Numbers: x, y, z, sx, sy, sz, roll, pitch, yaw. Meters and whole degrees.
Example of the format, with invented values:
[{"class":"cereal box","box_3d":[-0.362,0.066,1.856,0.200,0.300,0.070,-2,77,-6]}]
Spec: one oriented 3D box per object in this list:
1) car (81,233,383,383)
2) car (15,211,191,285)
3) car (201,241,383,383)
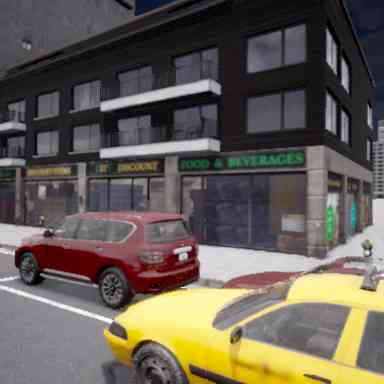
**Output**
[{"class":"car","box_3d":[1.422,1.503,3.277,5.366,1.575,1.801,0,-1,34]},{"class":"car","box_3d":[-2.163,1.382,8.048,5.009,1.841,2.192,0,-1,34]},{"class":"car","box_3d":[2.400,1.653,4.975,4.206,1.307,1.802,0,-1,34]}]
